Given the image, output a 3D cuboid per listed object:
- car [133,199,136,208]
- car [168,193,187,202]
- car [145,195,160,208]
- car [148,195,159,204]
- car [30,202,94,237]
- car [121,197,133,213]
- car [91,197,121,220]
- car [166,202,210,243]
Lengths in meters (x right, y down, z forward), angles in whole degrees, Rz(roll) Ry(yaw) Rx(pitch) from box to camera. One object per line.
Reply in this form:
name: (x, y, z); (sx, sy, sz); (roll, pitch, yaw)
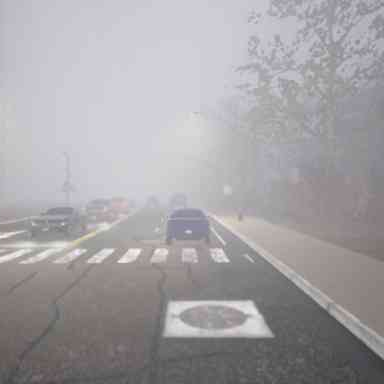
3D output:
car: (-8.698, 1.471, 45.422); (1.994, 1.385, 4.181); (0, 0, -5)
car: (-1.810, 1.131, 42.314); (2.150, 2.045, 5.566); (0, 0, -5)
car: (-5.368, 1.408, 45.477); (1.837, 1.490, 4.892); (0, 0, -5)
car: (-7.017, 1.346, 60.105); (1.882, 1.535, 5.008); (0, 0, -7)
car: (-6.991, 1.496, 18.018); (1.812, 1.442, 4.674); (0, 0, -2)
car: (-7.895, 1.283, 35.557); (2.097, 1.767, 4.553); (0, 0, -4)
car: (-7.400, 1.303, 26.973); (2.097, 1.767, 4.553); (0, 0, -3)
car: (-0.218, 1.449, 15.840); (1.882, 1.535, 5.008); (0, 0, -2)
